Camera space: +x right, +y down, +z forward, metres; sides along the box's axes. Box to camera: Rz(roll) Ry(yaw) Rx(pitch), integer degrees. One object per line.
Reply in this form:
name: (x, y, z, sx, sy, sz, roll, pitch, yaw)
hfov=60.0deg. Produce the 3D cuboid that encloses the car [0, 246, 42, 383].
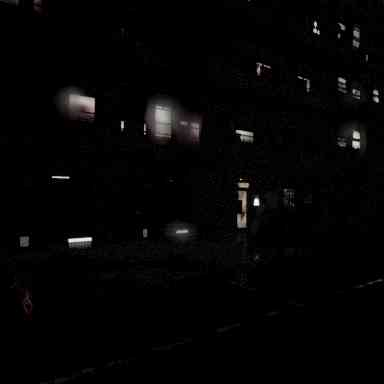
car: (-4.021, 1.440, 3.691, 4.097, 1.590, 1.967, 0, 0, -35)
